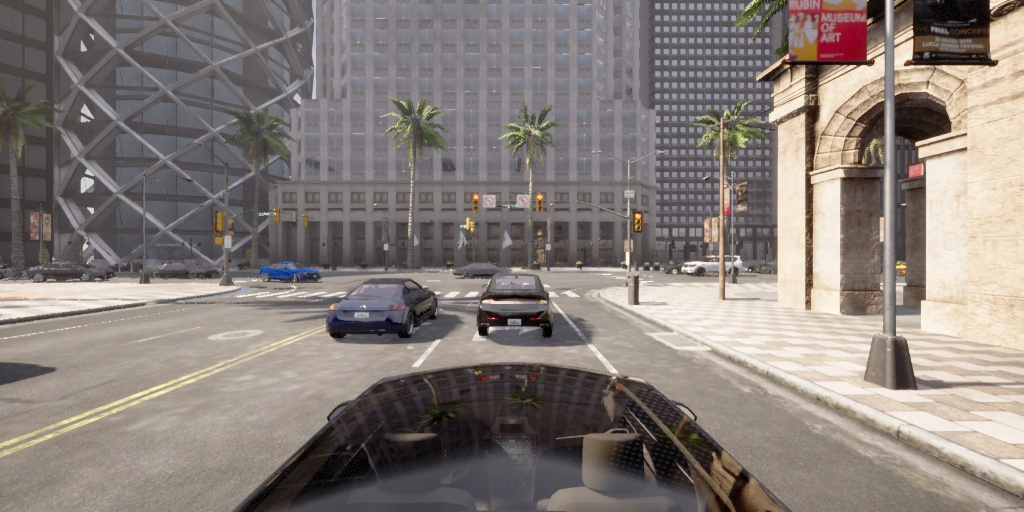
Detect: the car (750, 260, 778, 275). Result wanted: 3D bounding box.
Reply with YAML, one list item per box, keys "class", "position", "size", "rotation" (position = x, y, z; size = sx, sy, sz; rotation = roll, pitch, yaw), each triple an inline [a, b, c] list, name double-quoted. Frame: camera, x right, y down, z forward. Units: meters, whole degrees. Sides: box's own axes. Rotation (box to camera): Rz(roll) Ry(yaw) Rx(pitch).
- class: "car"
  position: [28.835, 1.314, 39.207]
  size: [4.181, 1.385, 1.994]
  rotation: [0, 0, 0]

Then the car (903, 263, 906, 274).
- class: "car"
  position: [34.445, 1.314, 28.494]
  size: [4.181, 1.385, 1.994]
  rotation: [0, 0, 0]

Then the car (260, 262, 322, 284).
- class: "car"
  position: [-16.759, 1.227, 27.197]
  size: [5.008, 1.535, 1.882]
  rotation: [0, -1, 21]

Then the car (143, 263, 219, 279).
- class: "car"
  position: [-29.439, 1.297, 31.991]
  size: [5.357, 1.411, 2.033]
  rotation: [0, 0, -3]

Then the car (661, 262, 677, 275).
- class: "car"
  position: [18.872, 1.255, 39.250]
  size: [4.892, 1.490, 1.837]
  rotation: [0, 0, 0]

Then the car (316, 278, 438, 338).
- class: "car"
  position: [-3.415, 1.314, 10.183]
  size: [1.994, 1.385, 4.181]
  rotation: [0, 0, 0]

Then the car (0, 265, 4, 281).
- class: "car"
  position: [-10.578, 0.971, 3.883]
  size: [2.150, 2.045, 5.566]
  rotation: [0, 0, 0]

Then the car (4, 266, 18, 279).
- class: "car"
  position: [-42.896, 1.239, 28.888]
  size: [4.902, 1.511, 2.128]
  rotation: [0, 0, -26]

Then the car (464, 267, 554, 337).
- class: "car"
  position: [0.121, 1.242, 10.313]
  size: [2.128, 1.511, 4.902]
  rotation: [0, 0, 2]

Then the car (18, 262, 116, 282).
- class: "car"
  position: [-34.256, 1.254, 28.015]
  size: [4.892, 1.490, 1.837]
  rotation: [0, -1, -12]

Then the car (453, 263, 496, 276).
- class: "car"
  position: [-2.545, 1.297, 32.123]
  size: [5.357, 1.411, 2.033]
  rotation: [0, 0, 0]

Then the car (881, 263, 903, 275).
- class: "car"
  position: [40.427, 1.227, 35.655]
  size: [5.008, 1.535, 1.882]
  rotation: [0, 0, 0]

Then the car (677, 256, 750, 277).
- class: "car"
  position: [19.991, 0.972, 35.747]
  size: [5.566, 2.045, 2.150]
  rotation: [0, 0, 0]
